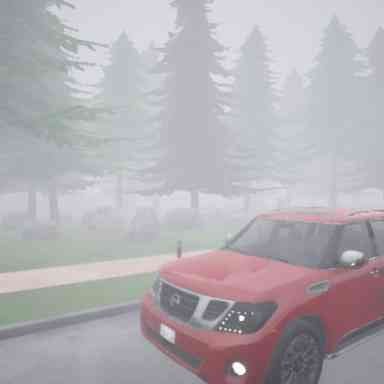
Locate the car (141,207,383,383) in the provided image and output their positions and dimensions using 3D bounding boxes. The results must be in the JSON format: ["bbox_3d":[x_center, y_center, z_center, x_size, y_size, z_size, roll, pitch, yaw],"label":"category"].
[{"bbox_3d":[1.963,1.294,5.415,5.566,2.045,2.150,1,-1,-36],"label":"car"}]
